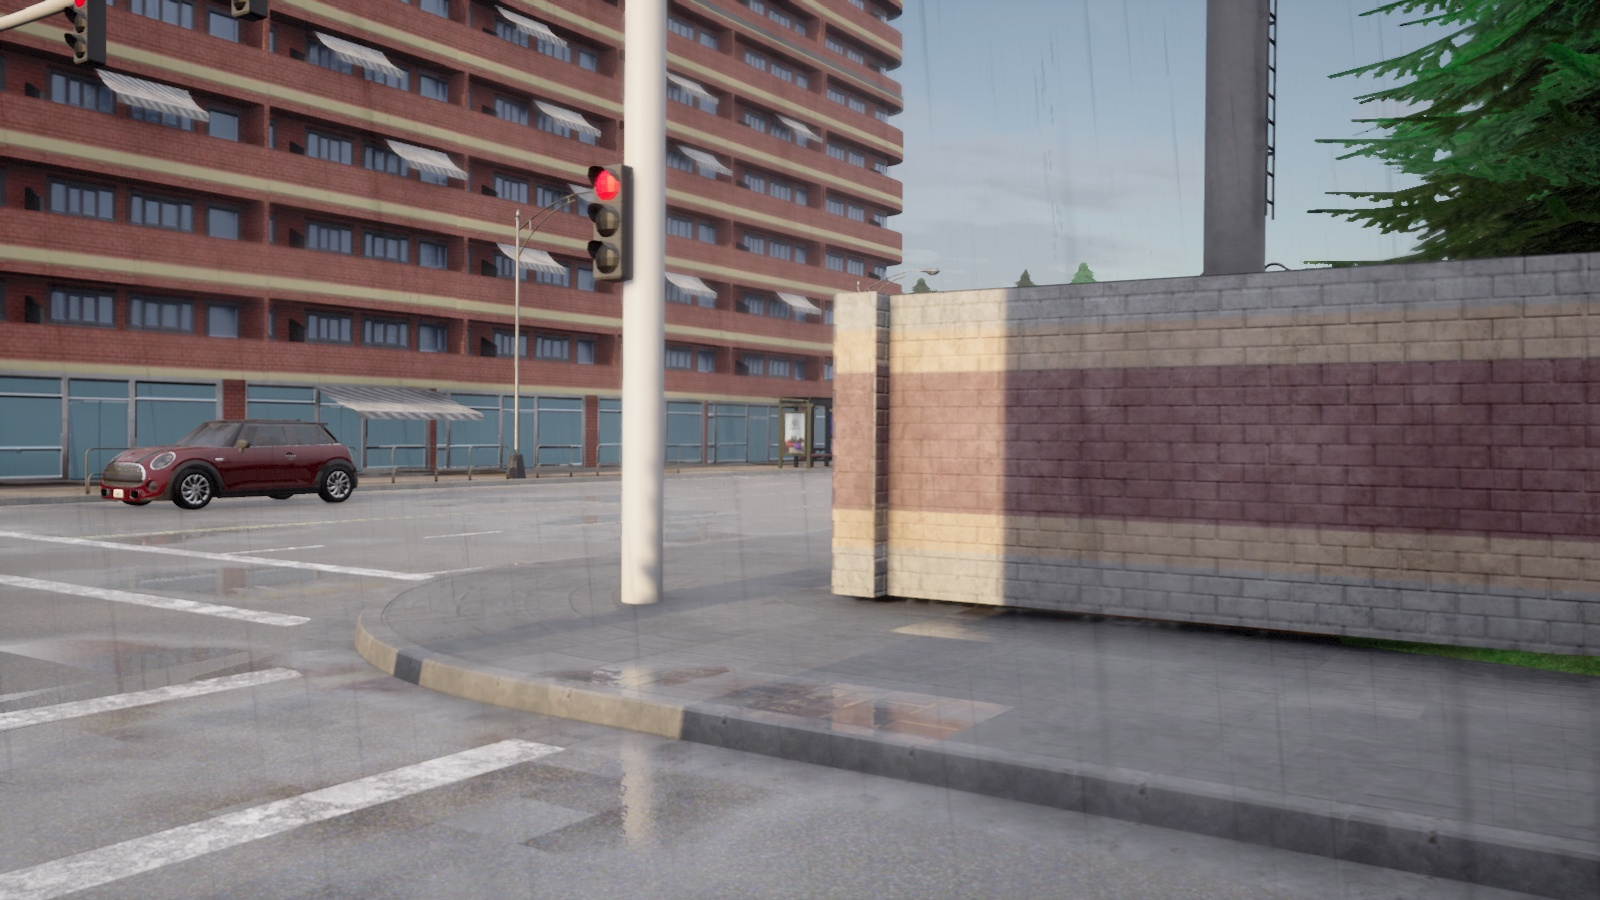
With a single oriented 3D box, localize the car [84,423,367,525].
[{"bbox_3d":[-10.977,0.384,24.323,2.097,1.767,4.553,0,1,33],"label":"car"}]
